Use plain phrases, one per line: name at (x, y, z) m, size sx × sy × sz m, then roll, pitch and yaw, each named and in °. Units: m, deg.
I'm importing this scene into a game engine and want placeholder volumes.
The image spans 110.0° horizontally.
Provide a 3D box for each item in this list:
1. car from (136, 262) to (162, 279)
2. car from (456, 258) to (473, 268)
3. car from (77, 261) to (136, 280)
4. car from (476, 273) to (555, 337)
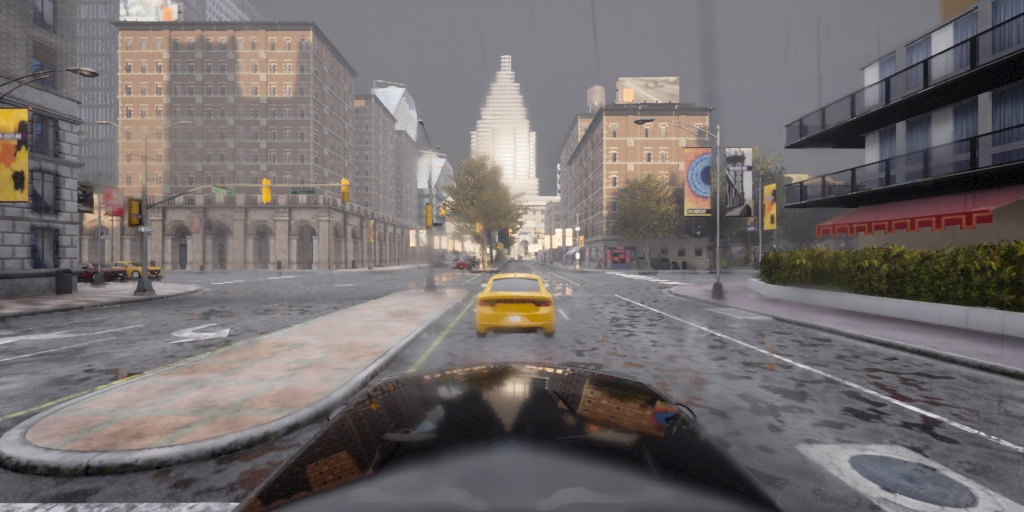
car at (-34.574, 1.228, 32.315) m, size 5.008 × 1.535 × 1.882 m, roll 0°, pitch 0°, yaw 0°
car at (-7.987, 1.351, 59.051) m, size 1.895 × 1.301 × 4.718 m, roll 0°, pitch 0°, yaw 0°
car at (-33.939, 1.228, 28.817) m, size 5.008 × 1.535 × 1.882 m, roll 0°, pitch 0°, yaw 0°
car at (0.094, 1.228, 10.310) m, size 1.882 × 1.535 × 5.008 m, roll 0°, pitch 0°, yaw 0°
